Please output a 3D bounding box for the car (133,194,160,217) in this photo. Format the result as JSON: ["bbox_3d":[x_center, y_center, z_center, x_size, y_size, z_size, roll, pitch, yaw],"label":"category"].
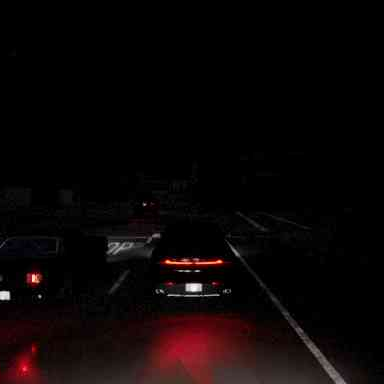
[{"bbox_3d":[-4.401,1.260,32.407,2.150,2.045,5.566,0,-1,-3],"label":"car"}]

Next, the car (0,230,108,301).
[{"bbox_3d":[-3.486,1.600,8.285,1.895,1.301,4.718,0,0,-1],"label":"car"}]

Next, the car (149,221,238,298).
[{"bbox_3d":[0.000,1.505,8.526,1.837,1.490,4.892,0,0,-1],"label":"car"}]
